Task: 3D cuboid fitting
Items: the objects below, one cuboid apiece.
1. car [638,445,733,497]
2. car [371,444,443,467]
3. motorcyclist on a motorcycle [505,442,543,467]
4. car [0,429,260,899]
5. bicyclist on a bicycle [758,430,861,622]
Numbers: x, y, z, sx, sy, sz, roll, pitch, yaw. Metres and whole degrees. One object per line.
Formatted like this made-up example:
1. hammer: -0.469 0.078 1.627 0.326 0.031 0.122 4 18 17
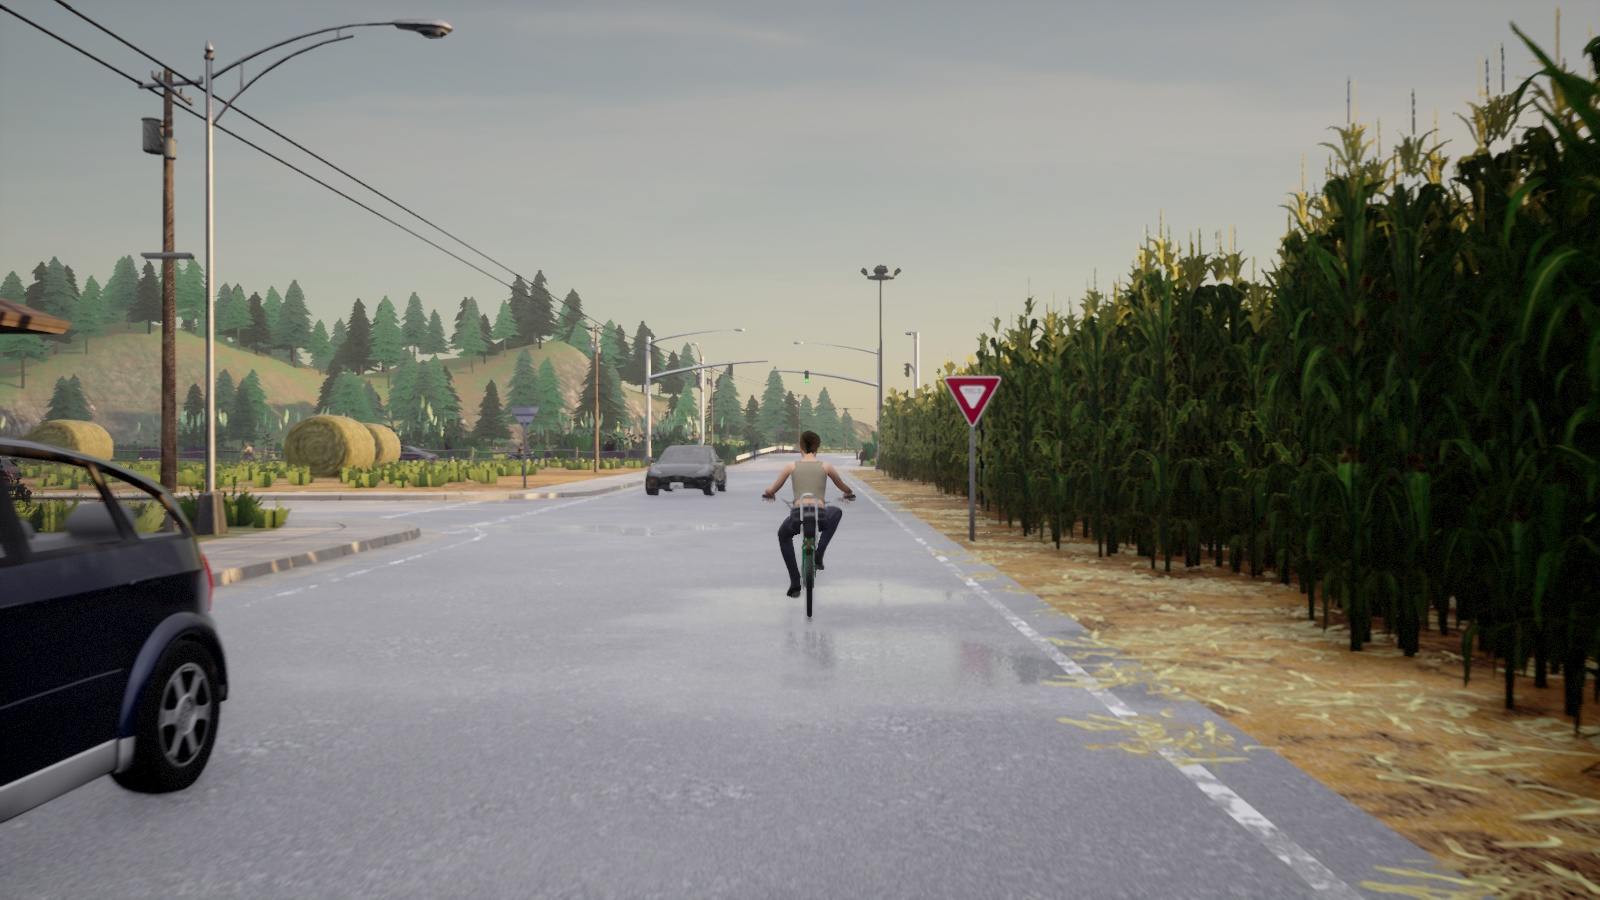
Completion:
1. car: -3.386 0.587 38.127 2.163 1.488 4.792 0 0 3
2. car: -26.140 0.361 83.512 4.193 1.474 1.816 0 0 3
3. motorcyclist on a motorcycle: -18.237 0.306 83.057 2.350 1.649 0.766 0 0 3
4. car: -3.462 0.706 4.108 1.789 1.549 3.705 0 0 0
5. bicyclist on a bicycle: 0.081 0.637 11.275 0.866 1.612 1.509 0 0 0
